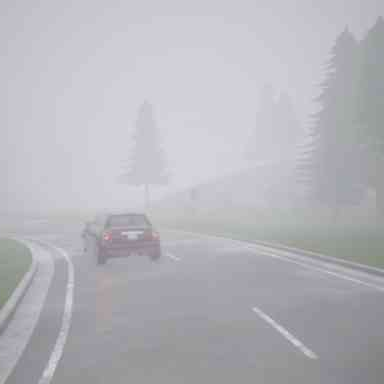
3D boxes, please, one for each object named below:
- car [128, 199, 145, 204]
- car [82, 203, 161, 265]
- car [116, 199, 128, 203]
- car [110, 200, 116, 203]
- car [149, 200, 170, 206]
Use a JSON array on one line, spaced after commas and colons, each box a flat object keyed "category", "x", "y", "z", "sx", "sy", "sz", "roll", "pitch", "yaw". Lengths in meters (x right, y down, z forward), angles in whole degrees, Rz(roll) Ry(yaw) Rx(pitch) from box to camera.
[{"category": "car", "x": -10.756, "y": 2.226, "z": 71.363, "sx": 1.837, "sy": 1.490, "sz": 4.892, "roll": -1, "pitch": -1, "yaw": 36}, {"category": "car", "x": -2.824, "y": 1.484, "z": 12.565, "sx": 2.097, "sy": 1.767, "sz": 4.553, "roll": 0, "pitch": -1, "yaw": -25}, {"category": "car", "x": -13.584, "y": 2.240, "z": 73.424, "sx": 1.882, "sy": 1.535, "sz": 5.008, "roll": -1, "pitch": -1, "yaw": 36}, {"category": "car", "x": -16.413, "y": 2.277, "z": 75.486, "sx": 1.882, "sy": 1.535, "sz": 5.008, "roll": -1, "pitch": -1, "yaw": 36}, {"category": "car", "x": -6.826, "y": 2.288, "z": 70.811, "sx": 1.895, "sy": 1.301, "sz": 4.718, "roll": -1, "pitch": -1, "yaw": 36}]
